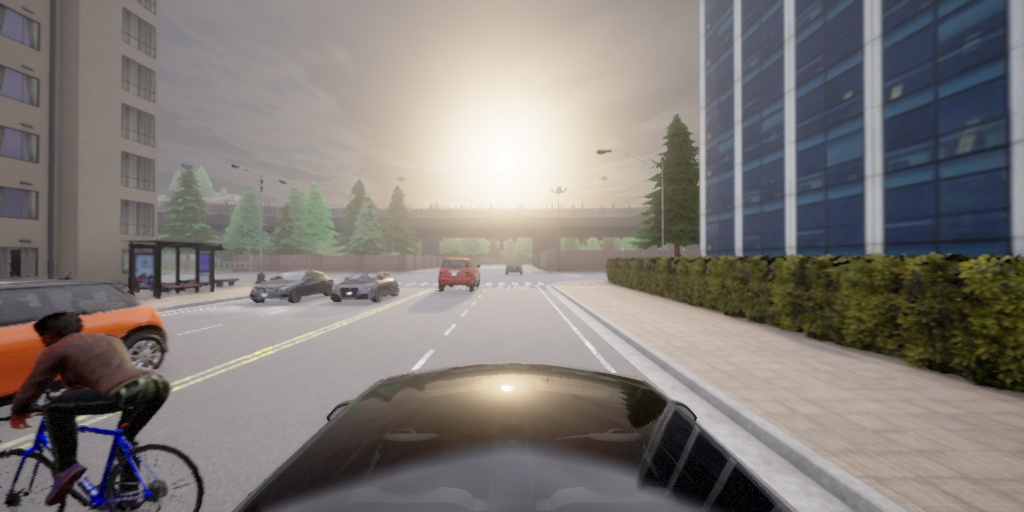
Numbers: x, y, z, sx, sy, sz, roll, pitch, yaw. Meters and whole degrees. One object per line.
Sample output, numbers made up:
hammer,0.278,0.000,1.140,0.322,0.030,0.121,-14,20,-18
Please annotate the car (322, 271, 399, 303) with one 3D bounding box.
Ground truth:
car,-6.984,1.435,17.405,1.994,1.385,4.181,0,0,0

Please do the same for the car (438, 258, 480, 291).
car,-3.347,1.143,23.383,2.150,2.045,5.566,0,0,0

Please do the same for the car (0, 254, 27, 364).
car,-10.586,0.986,4.248,2.150,2.045,5.566,0,0,0

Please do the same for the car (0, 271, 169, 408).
car,-7.088,1.121,4.315,2.097,1.767,4.553,0,0,0

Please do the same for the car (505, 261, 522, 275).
car,0.253,1.424,45.764,2.097,1.767,4.553,0,-1,0

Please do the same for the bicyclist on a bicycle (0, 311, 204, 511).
bicyclist on a bicycle,-2.989,1.210,2.508,1.656,1.620,0.582,-2,0,0

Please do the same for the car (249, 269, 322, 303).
car,-10.478,1.398,17.556,1.812,1.442,4.674,0,0,1
